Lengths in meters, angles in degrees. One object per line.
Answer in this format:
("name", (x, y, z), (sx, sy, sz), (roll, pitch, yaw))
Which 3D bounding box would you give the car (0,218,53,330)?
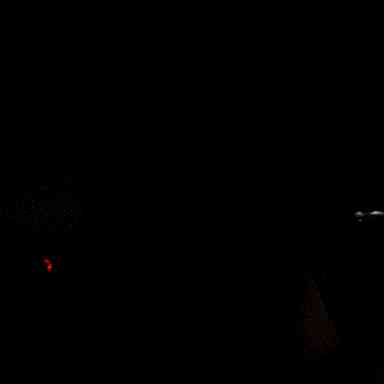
("car", (-4.626, 1.338, 5.266), (4.553, 1.767, 2.097), (0, 0, -34))

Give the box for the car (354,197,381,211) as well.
("car", (19.917, 1.346, 38.312), (1.882, 1.535, 5.008), (0, 0, 19))

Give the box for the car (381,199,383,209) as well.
("car", (23.960, 1.353, 39.553), (2.128, 1.511, 4.902), (0, 0, 15))
